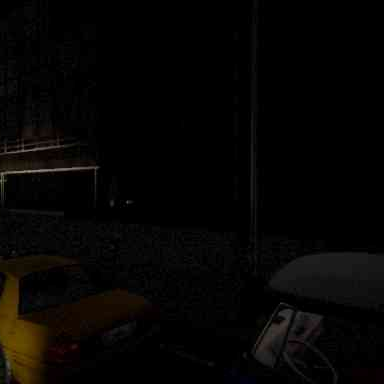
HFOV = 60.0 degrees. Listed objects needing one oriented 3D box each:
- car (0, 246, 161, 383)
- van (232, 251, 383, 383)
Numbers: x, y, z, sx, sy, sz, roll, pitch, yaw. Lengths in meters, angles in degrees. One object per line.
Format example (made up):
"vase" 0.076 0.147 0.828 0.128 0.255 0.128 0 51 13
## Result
"car" -2.670 1.495 4.988 4.829 1.417 1.752 0 0 35
"van" 2.062 1.347 1.612 3.998 1.788 1.690 0 0 35
